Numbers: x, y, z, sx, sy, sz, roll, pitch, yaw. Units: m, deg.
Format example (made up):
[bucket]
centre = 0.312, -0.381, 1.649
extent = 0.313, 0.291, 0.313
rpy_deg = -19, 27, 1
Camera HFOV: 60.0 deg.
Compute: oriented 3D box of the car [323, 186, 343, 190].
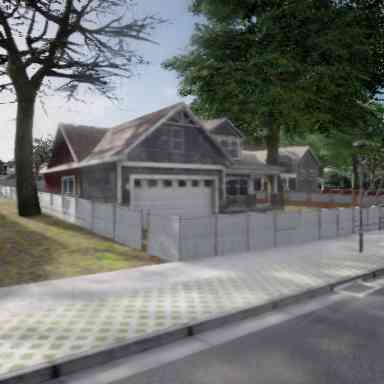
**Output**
[car]
centre = 27.146, -0.078, 63.000
extent = 5.566, 2.045, 2.150
rpy_deg = 4, 3, 44
